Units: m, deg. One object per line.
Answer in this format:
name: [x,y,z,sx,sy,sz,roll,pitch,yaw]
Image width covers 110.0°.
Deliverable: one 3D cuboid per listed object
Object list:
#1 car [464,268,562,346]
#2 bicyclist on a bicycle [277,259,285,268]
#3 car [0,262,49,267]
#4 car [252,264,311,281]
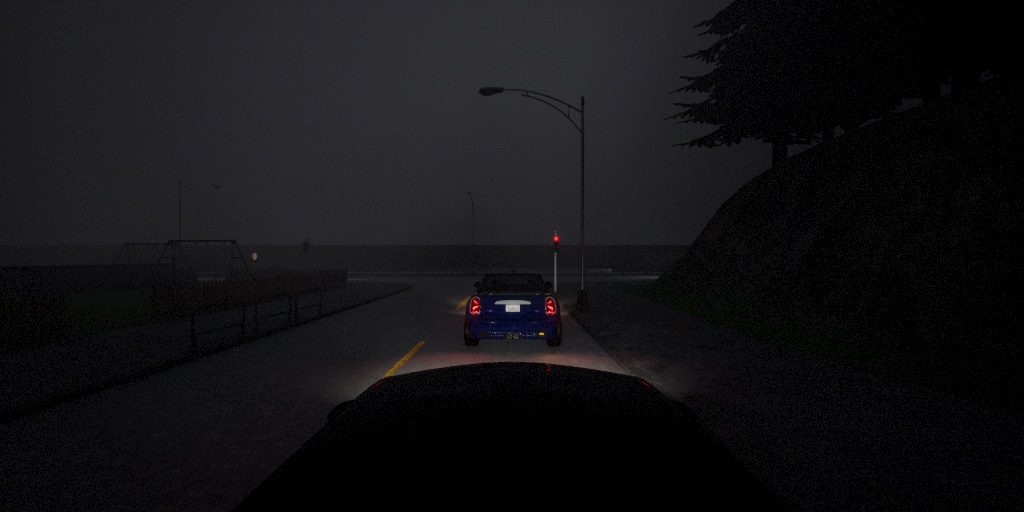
car: [0.036,1.102,9.537,2.097,1.767,4.553,0,0,0]
bicyclist on a bicycle: [-24.264,1.099,37.725,0.582,1.620,1.656,0,0,0]
car: [-39.553,1.241,29.340,4.902,1.511,2.128,0,0,0]
car: [-18.747,1.314,29.327,4.181,1.385,1.994,0,0,0]
